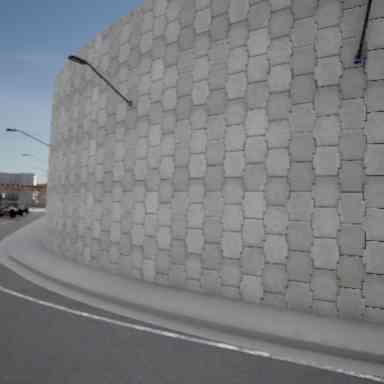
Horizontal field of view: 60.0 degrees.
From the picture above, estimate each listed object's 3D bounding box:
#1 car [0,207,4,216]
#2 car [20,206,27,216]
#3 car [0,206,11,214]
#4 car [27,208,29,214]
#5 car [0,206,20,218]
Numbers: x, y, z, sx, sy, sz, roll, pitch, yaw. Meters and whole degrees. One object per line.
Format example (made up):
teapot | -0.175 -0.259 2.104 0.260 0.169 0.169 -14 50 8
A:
car | -35.355 3.406 59.695 1.882 1.535 5.008 3 -3 -21
car | -31.947 3.613 60.568 2.128 1.511 4.902 3 -3 -21
car | -38.972 3.629 68.991 1.837 1.490 4.892 3 -3 -21
car | -35.697 3.672 70.234 2.097 1.767 4.553 3 -3 -21
car | -28.128 3.228 50.897 1.837 1.490 4.892 3 -3 -21
